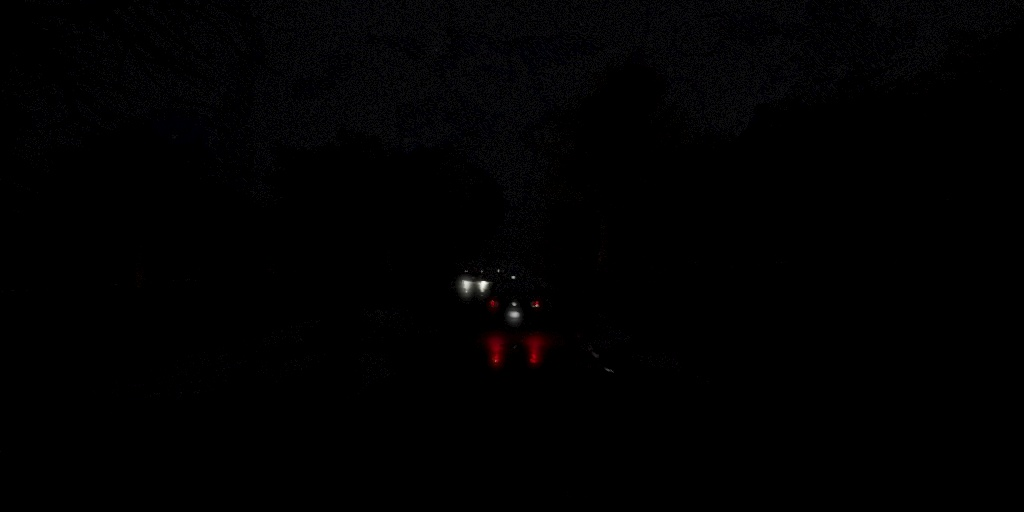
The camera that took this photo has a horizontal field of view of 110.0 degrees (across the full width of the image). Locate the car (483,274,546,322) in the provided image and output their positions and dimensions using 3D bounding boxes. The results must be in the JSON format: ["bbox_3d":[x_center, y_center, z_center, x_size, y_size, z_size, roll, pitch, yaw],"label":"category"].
[{"bbox_3d":[0.097,1.487,12.885,1.895,1.301,4.718,0,-1,0],"label":"car"}]

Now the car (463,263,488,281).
[{"bbox_3d":[-3.576,1.517,35.905,2.097,1.767,4.553,0,-1,0],"label":"car"}]

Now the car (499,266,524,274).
[{"bbox_3d":[0.109,1.662,30.296,1.994,1.385,4.181,0,-1,0],"label":"car"}]
